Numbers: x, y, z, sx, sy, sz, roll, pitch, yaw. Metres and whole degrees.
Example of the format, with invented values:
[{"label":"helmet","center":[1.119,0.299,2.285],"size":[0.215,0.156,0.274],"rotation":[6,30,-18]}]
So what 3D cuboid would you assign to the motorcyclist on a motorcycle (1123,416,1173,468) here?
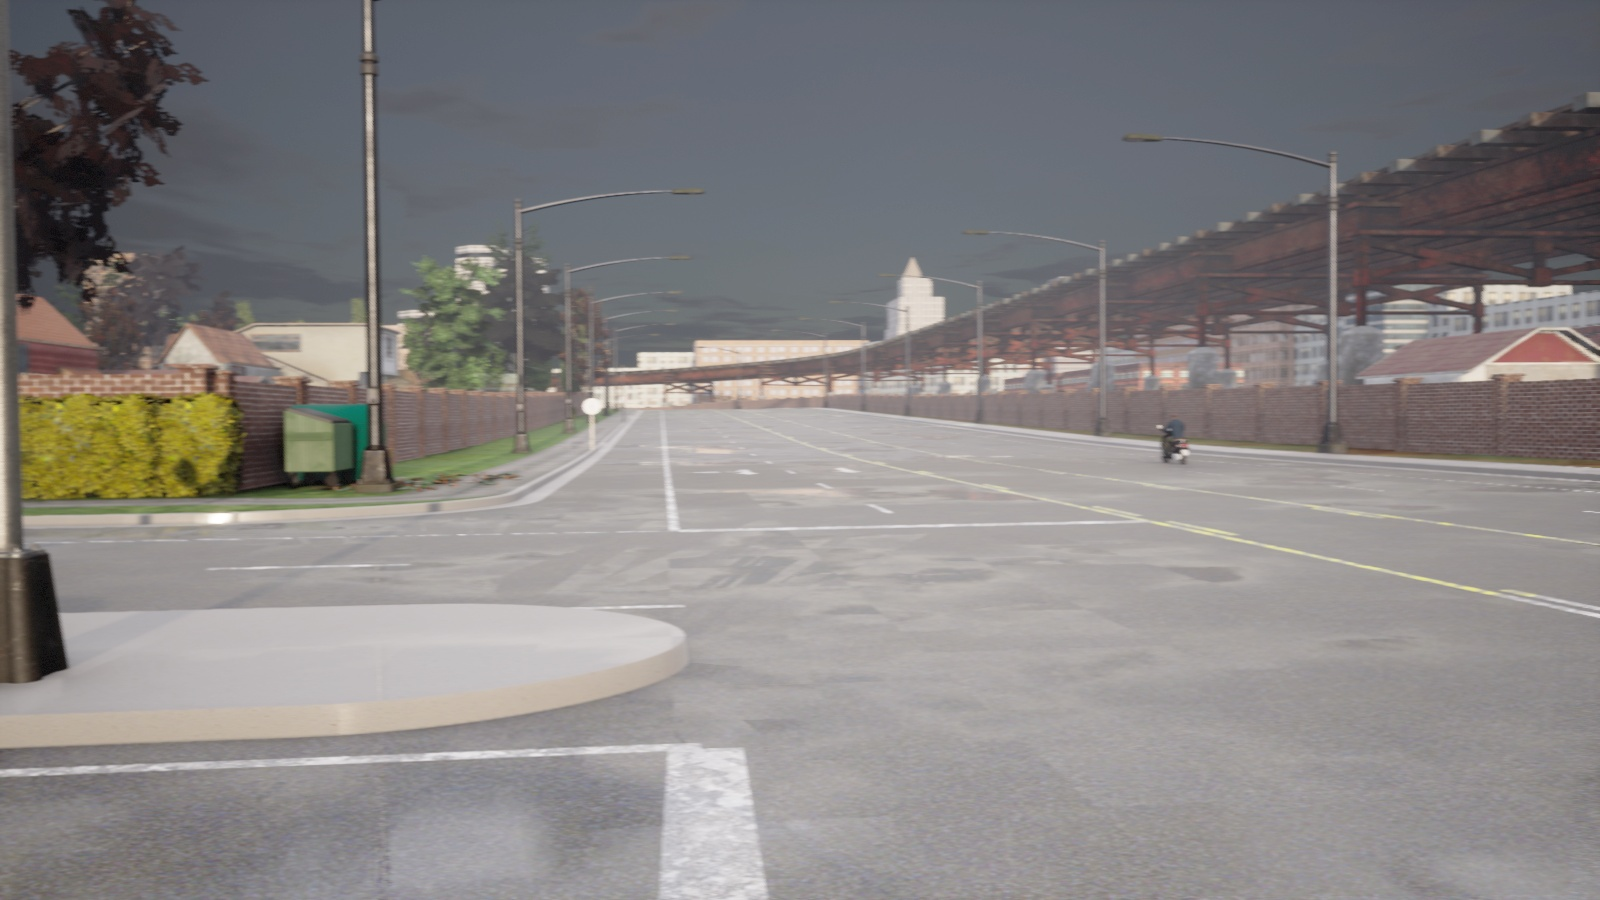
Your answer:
[{"label":"motorcyclist on a motorcycle","center":[10.931,-0.280,39.523],"size":[0.866,1.590,1.817],"rotation":[0,2,-7]}]
